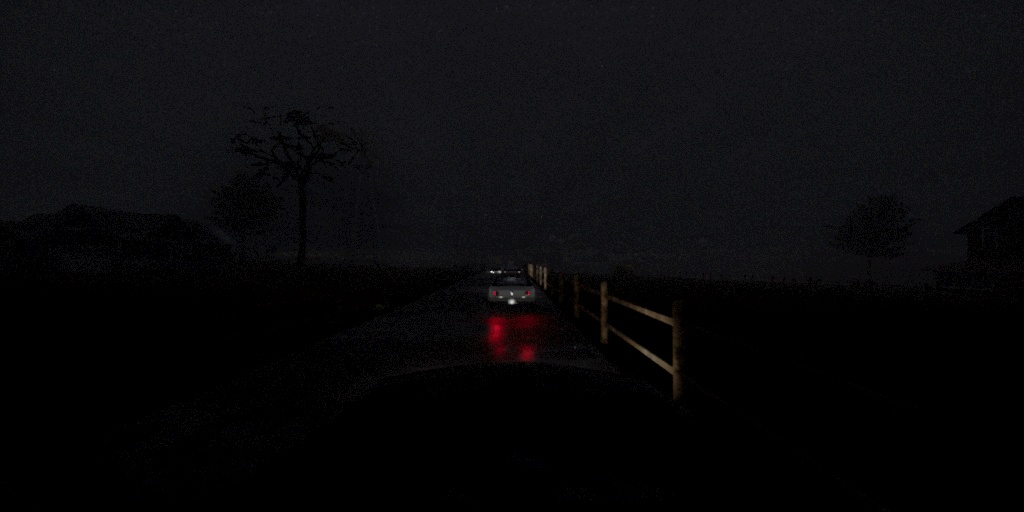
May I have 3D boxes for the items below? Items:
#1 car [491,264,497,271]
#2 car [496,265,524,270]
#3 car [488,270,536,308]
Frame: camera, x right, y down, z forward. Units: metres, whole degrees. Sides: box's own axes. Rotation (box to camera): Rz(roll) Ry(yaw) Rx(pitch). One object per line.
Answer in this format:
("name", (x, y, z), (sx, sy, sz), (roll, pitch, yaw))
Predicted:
("car", (-2.801, 2.073, 65.101), (2.033, 1.411, 5.357), (0, -1, 1))
("car", (-0.001, 1.519, 31.140), (2.128, 1.511, 4.902), (0, 0, 0))
("car", (-0.001, 1.483, 15.952), (1.895, 1.301, 4.718), (0, 0, 0))
